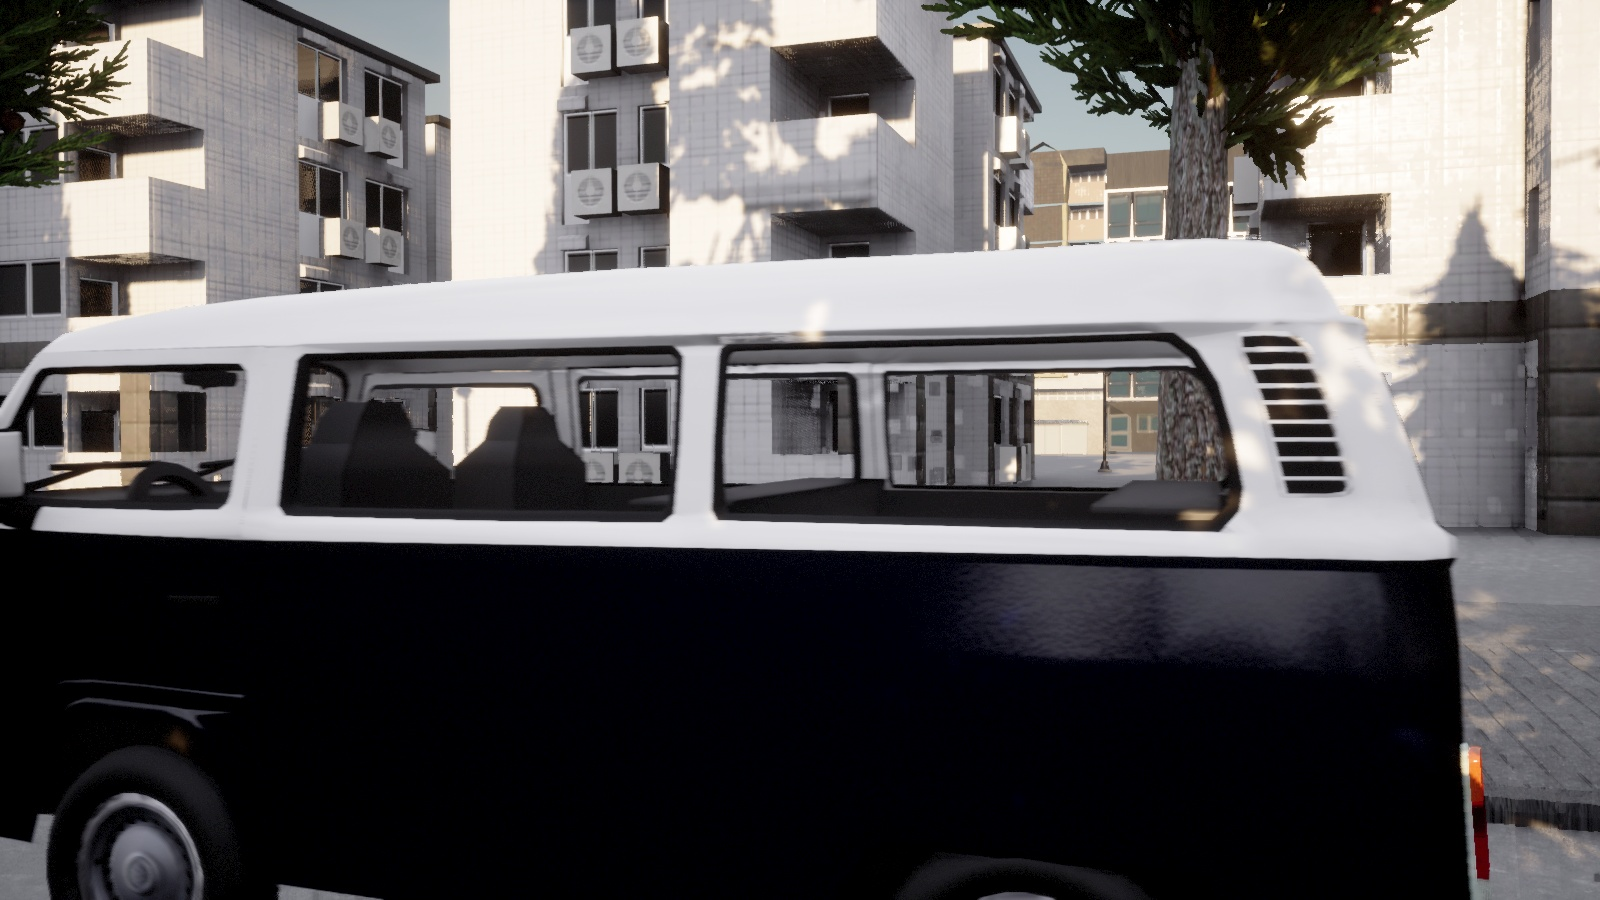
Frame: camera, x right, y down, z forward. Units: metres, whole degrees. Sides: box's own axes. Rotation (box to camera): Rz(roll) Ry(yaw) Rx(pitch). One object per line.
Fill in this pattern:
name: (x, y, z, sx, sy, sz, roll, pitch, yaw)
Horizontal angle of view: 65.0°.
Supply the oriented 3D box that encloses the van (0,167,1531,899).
van: (-0.529, 0.487, 3.894, 4.480, 2.038, 2.069, 1, 1, 19)
